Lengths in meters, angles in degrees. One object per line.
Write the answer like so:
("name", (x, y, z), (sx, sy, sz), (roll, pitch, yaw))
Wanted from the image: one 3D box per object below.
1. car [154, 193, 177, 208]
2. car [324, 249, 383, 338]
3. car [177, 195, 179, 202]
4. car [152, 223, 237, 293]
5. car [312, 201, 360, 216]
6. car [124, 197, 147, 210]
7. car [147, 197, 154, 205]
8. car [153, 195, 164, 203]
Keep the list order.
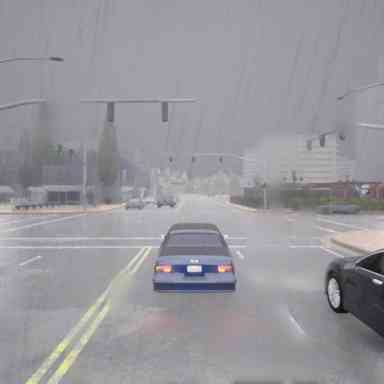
("car", (-3.726, 1.221, 48.351), (2.150, 2.045, 5.566), (0, 0, 0))
("car", (3.548, 1.505, 4.746), (1.837, 1.490, 4.892), (0, 0, 0))
("car", (-3.748, 1.525, 59.503), (1.812, 1.442, 4.674), (0, 0, 0))
("car", (0.056, 1.547, 8.993), (2.033, 1.411, 5.357), (0, 0, 0))
("car", (13.785, 1.563, 31.935), (4.181, 1.385, 1.994), (0, 0, 2))
("car", (-7.222, 1.525, 42.204), (1.812, 1.442, 4.674), (0, 0, 0))
("car", (-7.246, 1.525, 57.541), (1.812, 1.442, 4.674), (0, 0, 0))
("car", (-7.207, 1.499, 71.446), (1.837, 1.490, 4.892), (0, 0, 0))
